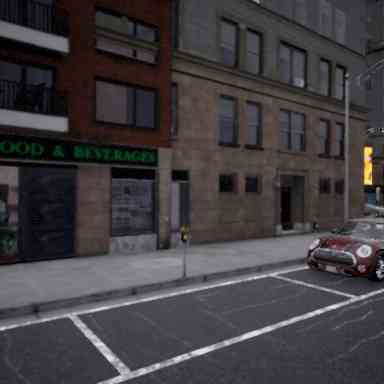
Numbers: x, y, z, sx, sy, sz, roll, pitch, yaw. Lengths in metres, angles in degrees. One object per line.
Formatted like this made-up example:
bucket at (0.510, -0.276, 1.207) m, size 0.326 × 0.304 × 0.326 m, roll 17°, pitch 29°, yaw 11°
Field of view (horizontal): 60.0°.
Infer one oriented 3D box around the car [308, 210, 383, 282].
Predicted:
car at (5.304, 1.528, 9.972) m, size 4.097 × 1.590 × 1.967 m, roll 1°, pitch 0°, yaw -35°

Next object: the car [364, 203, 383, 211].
car at (17.409, 1.818, 33.308) m, size 1.994 × 1.385 × 4.181 m, roll 1°, pitch 0°, yaw -36°
